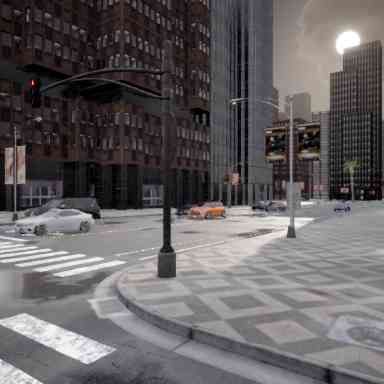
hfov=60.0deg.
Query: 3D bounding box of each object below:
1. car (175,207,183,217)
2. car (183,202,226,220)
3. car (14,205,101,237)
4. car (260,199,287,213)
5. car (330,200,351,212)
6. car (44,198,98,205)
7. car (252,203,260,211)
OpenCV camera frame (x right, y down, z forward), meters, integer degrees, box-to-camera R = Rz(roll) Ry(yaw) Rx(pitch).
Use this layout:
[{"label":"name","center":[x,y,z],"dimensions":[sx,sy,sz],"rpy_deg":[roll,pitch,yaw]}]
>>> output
[{"label":"car","center":[0.003,2.016,36.587],"dimensions":[1.994,1.385,4.181],"rpy_deg":[0,-1,35]},{"label":"car","center":[1.572,1.781,33.178],"dimensions":[2.097,1.767,4.553],"rpy_deg":[0,-1,35]},{"label":"car","center":[-7.967,1.716,19.703],"dimensions":[1.812,1.442,4.674],"rpy_deg":[0,-1,35]},{"label":"car","center":[12.010,2.200,47.817],"dimensions":[1.837,1.490,4.892],"rpy_deg":[0,-1,36]},{"label":"car","center":[24.268,2.428,53.660],"dimensions":[2.033,1.411,5.357],"rpy_deg":[0,-1,34]},{"label":"car","center":[-9.110,1.445,23.709],"dimensions":[2.150,2.045,5.566],"rpy_deg":[0,-1,35]},{"label":"car","center":[11.031,2.334,52.017],"dimensions":[1.895,1.301,4.718],"rpy_deg":[0,-1,35]}]
